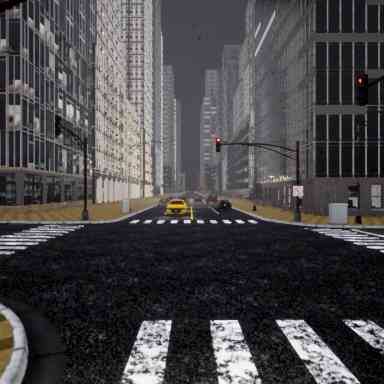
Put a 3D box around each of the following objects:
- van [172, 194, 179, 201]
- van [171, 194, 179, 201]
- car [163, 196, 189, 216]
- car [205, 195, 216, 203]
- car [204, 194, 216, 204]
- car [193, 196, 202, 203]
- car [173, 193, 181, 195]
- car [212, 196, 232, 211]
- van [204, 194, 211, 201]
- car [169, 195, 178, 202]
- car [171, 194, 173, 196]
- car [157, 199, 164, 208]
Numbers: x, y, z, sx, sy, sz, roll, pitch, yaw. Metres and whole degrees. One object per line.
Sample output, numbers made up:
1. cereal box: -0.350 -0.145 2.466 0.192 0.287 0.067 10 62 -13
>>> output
1. van: -4.158 1.314 86.012 1.690 1.788 3.998 0 0 0
2. van: -4.137 1.320 80.484 1.690 1.788 3.998 0 0 0
3. car: -1.487 1.494 33.325 1.882 1.535 5.008 0 0 0
4. car: 3.786 1.432 69.460 1.967 1.590 4.097 0 0 0
5. car: 3.807 1.312 63.931 2.192 1.841 5.009 0 0 0
6. car: 1.223 1.529 72.103 2.033 1.411 5.357 0 0 0
7. car: -1.555 1.359 53.395 2.097 1.767 4.553 0 0 0
8. car: 3.942 1.579 41.823 1.947 1.339 4.313 0 0 0
9. van: 3.743 1.320 80.515 1.690 1.788 3.998 0 0 0
10. car: -4.116 1.426 74.957 1.967 1.590 4.097 0 0 0
11. car: -4.073 1.563 63.901 1.947 1.339 4.313 0 0 0
12. car: -4.009 1.592 47.319 1.802 1.307 4.206 0 0 0
